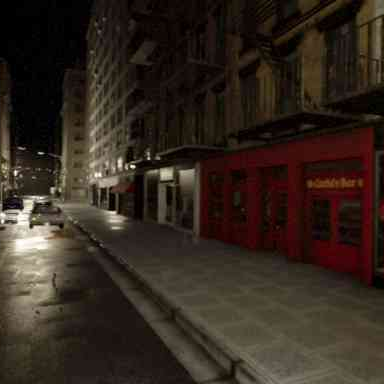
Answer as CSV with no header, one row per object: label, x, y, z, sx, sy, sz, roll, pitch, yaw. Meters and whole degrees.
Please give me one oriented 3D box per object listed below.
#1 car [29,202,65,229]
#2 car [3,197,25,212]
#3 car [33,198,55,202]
car,-9.013,1.494,20.623,1.895,1.301,4.718,1,0,-25
car,-18.923,1.256,35.446,1.882,1.535,5.008,1,0,-25
car,-15.236,1.318,34.171,2.128,1.511,4.902,1,0,-24
